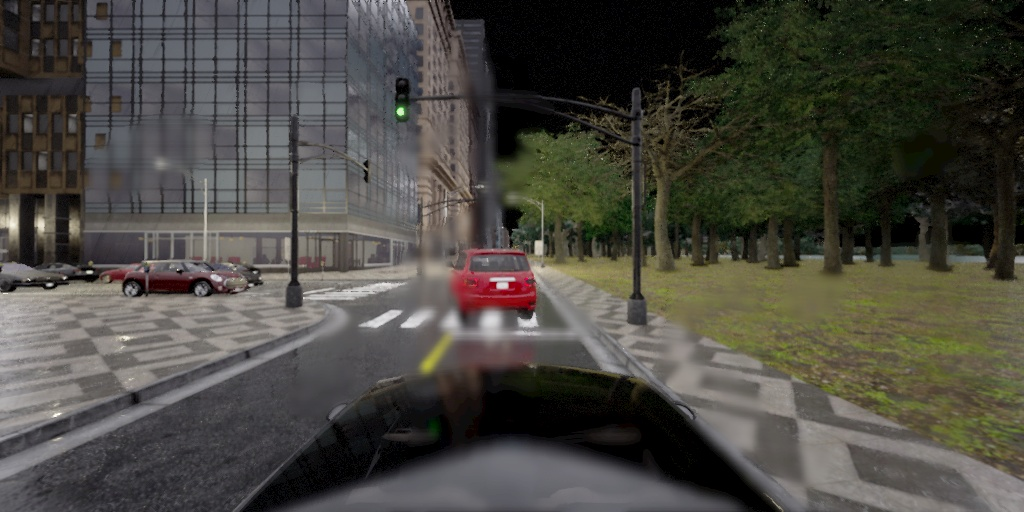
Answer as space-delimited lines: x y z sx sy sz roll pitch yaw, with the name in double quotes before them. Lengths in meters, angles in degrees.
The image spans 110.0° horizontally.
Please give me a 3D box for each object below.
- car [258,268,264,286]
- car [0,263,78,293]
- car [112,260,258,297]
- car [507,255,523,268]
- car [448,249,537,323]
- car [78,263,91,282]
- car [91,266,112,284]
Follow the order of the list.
"car" -15.335 1.026 17.738 5.357 1.411 2.033 0 -1 6
"car" -25.490 1.034 17.728 5.357 1.411 2.033 0 -1 0
"car" -13.471 0.892 15.004 4.097 1.591 1.967 0 0 -1
"car" 0.338 0.610 44.578 1.882 1.535 5.008 0 1 0
"car" -0.833 0.796 11.702 2.150 2.045 5.566 0 1 -13
"car" -29.861 1.111 23.597 4.313 1.339 1.948 0 0 0
"car" -24.375 1.122 23.574 4.207 1.307 1.802 0 0 0
